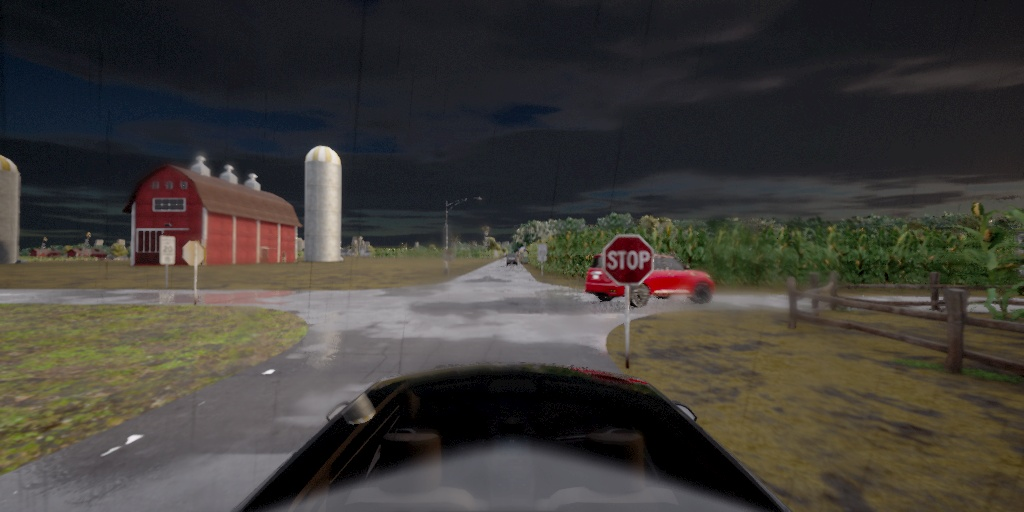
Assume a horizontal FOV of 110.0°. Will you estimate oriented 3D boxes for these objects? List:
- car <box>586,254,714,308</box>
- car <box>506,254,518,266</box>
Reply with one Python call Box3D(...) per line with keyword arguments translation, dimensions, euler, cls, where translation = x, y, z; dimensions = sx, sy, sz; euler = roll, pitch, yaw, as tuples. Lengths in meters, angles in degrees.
Box3D(translation=(5.716, 0.945, 14.855), dimensions=(5.566, 2.045, 2.150), euler=(1, -2, -23), cls="car")
Box3D(translation=(0.000, 0.921, 62.015), dimensions=(1.882, 1.535, 5.008), euler=(0, 0, 0), cls="car")
